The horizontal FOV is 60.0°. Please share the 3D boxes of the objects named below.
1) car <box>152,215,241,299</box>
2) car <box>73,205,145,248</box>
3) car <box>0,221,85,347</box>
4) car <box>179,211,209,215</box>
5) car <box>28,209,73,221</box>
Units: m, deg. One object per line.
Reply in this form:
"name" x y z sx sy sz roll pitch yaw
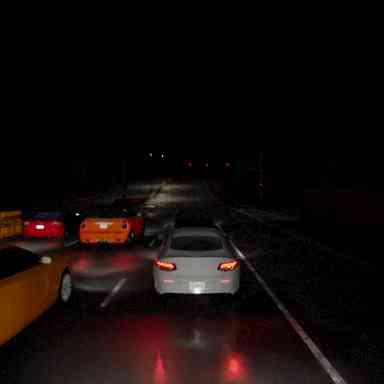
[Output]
"car" 0.094 1.526 8.301 1.812 1.442 4.674 0 0 0
"car" -3.406 1.352 14.950 2.097 1.767 4.553 0 0 0
"car" -3.402 1.478 4.977 1.882 1.535 5.008 0 0 0
"car" 0.094 1.601 17.189 1.895 1.301 4.718 0 0 0
"car" -6.906 1.564 17.145 1.994 1.385 4.181 0 0 0
